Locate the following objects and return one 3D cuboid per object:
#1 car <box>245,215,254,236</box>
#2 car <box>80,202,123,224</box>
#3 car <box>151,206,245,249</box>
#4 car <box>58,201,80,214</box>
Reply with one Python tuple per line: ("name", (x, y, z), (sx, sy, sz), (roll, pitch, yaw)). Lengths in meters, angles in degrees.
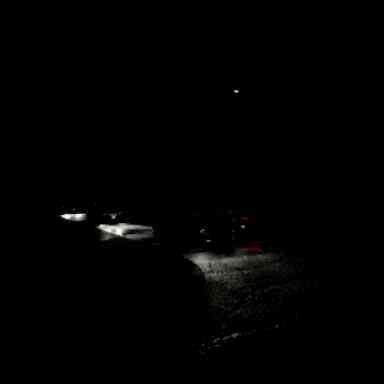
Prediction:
("car", (1.205, 1.506, 17.893), (1.882, 1.535, 5.008), (-2, 1, -29))
("car", (-7.022, 1.592, 26.383), (2.128, 1.511, 4.902), (-1, 0, -32))
("car", (-0.110, 1.527, 15.371), (1.882, 1.535, 5.008), (-1, 0, -34))
("car", (-13.577, 1.710, 36.967), (1.994, 1.385, 4.181), (-1, 0, -33))
